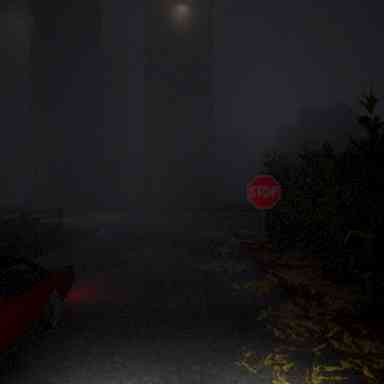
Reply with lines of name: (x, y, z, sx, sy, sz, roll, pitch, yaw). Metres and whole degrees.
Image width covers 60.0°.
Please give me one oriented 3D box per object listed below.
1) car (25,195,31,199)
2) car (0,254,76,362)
car: (-37.234, 0.990, 78.575, 3.866, 1.878, 1.905, 0, 0, 0)
car: (-3.171, 1.590, 4.143, 1.895, 1.301, 4.718, 0, 0, 0)
